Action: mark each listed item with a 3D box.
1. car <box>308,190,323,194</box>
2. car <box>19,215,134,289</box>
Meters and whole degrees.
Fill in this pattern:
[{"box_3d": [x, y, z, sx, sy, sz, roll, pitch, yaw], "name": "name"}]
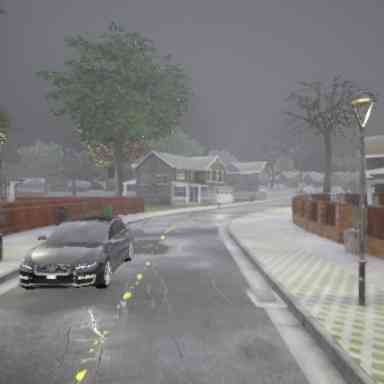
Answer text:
[{"box_3d": [20.564, 0.604, 55.885, 1.812, 1.442, 4.674, -1, 1, 32], "name": "car"}, {"box_3d": [-2.825, 1.461, 9.140, 1.837, 1.490, 4.892, 0, 0, 0], "name": "car"}]
